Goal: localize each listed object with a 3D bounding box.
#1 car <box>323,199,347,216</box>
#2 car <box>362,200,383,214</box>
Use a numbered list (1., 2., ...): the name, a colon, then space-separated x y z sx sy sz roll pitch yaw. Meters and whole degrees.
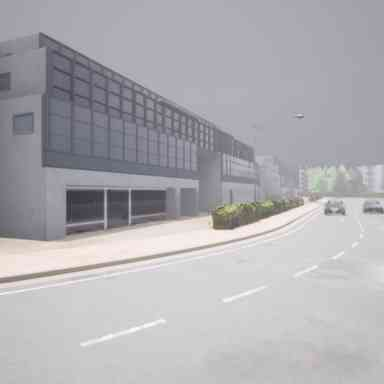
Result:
1. car: 13.918 1.490 32.335 2.128 1.511 4.902 0 0 25
2. car: 19.181 1.546 35.340 2.033 1.411 5.357 0 0 25
